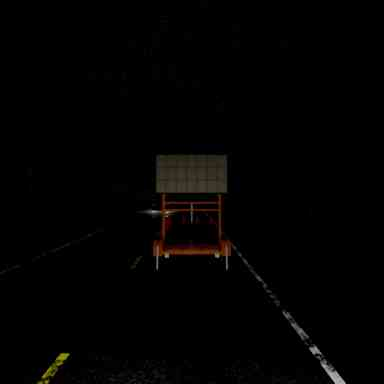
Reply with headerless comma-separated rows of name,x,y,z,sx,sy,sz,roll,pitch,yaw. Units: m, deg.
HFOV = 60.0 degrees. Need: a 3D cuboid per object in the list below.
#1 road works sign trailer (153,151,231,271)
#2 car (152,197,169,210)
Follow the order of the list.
road works sign trailer,-0.009,0.463,10.937,2.380,3.560,2.880,0,0,-1
car,-3.936,1.477,42.241,1.882,1.535,5.008,0,0,-1
